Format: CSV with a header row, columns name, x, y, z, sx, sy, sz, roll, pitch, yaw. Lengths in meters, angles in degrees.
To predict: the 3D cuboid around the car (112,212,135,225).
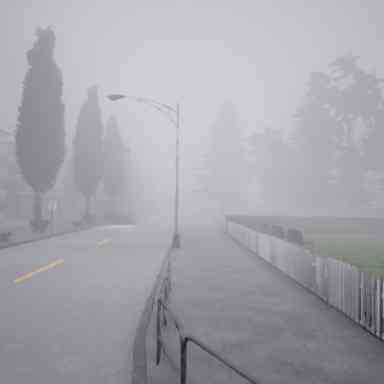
name,x,y,z,sx,sy,sz,roll,pitch,yaw
car,-7.623,2.937,37.368,1.994,1.385,4.181,1,-2,-1
